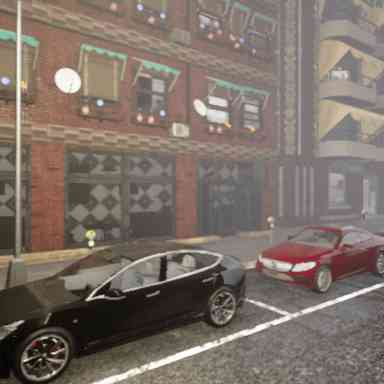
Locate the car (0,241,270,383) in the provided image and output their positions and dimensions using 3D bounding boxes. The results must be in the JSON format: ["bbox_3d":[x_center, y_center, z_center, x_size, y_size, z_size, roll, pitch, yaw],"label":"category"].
[{"bbox_3d":[-1.002,1.550,5.376,4.313,1.339,1.947,-1,1,-36],"label":"car"}]

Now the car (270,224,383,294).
[{"bbox_3d":[3.512,1.524,8.603,4.206,1.307,1.802,-1,1,-36],"label":"car"}]
